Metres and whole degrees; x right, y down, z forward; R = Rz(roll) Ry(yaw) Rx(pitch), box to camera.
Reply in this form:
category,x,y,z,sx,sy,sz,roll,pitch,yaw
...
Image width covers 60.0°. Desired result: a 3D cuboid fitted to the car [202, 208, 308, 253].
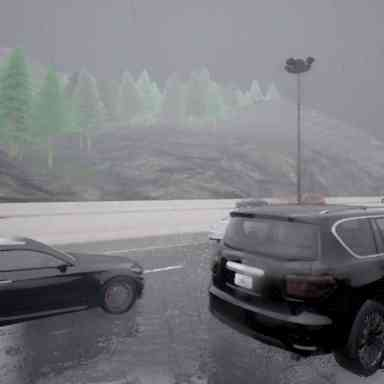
category,x,y,z,sx,sy,sz,roll,pitch,yaw
car,2.839,1.535,14.411,4.674,1.442,1.812,0,0,-36

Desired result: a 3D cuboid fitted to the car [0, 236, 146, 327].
category,x,y,z,sx,sy,sz,roll,pitch,yaw
car,-3.103,1.532,5.877,4.674,1.442,1.812,0,0,-35

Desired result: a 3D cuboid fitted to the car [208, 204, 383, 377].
category,x,y,z,sx,sy,sz,roll,pitch,yaw
car,2.839,1.225,5.798,5.566,2.045,2.150,0,0,-36
